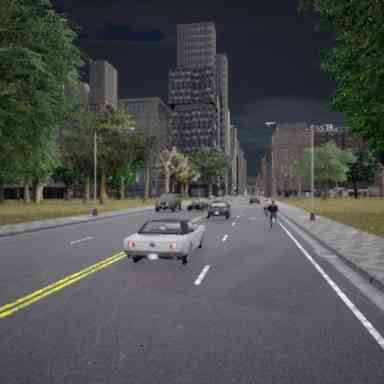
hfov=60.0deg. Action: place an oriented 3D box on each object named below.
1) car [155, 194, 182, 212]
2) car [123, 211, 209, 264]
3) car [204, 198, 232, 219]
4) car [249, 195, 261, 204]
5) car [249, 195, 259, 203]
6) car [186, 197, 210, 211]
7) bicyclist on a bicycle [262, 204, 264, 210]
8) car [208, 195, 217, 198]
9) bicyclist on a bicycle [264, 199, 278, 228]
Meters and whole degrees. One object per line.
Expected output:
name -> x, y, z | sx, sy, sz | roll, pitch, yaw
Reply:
car -> -2.639, 1.241, 38.645 | 2.150, 2.045, 5.566 | 0, 0, 10
car -> -0.730, 1.597, 11.942 | 1.895, 1.301, 4.718 | 0, 0, 10
car -> 2.462, 1.534, 29.400 | 1.812, 1.442, 4.674 | 0, 0, 10
car -> 11.999, 1.582, 63.276 | 1.837, 1.490, 4.892 | 0, -1, 10
car -> 13.685, 1.460, 73.023 | 2.097, 1.767, 4.553 | 0, 0, 10
car -> 0.639, 1.622, 38.505 | 1.895, 1.301, 4.718 | 0, 0, 10
bicyclist on a bicycle -> 6.537, 1.447, 29.129 | 0.866, 1.612, 1.509 | 0, 0, 11
car -> 4.759, 1.322, 78.401 | 1.812, 1.442, 4.674 | 0, 0, 10
bicyclist on a bicycle -> 4.852, 1.372, 19.945 | 0.659, 1.776, 1.843 | 0, 0, 10
